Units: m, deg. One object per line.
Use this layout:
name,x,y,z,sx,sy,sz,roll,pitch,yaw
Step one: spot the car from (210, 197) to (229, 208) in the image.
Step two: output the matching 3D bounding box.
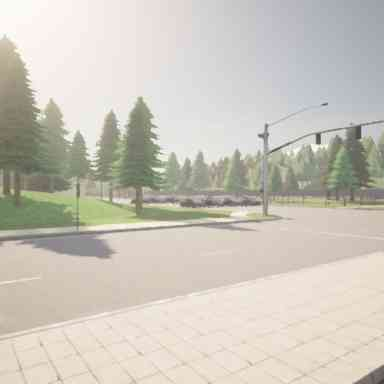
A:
car,2.751,1.477,49.303,2.128,1.511,4.902,0,0,-35

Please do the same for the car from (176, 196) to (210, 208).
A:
car,0.083,1.513,47.010,1.812,1.442,4.674,0,0,-35

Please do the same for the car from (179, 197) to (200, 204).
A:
car,-0.526,1.584,66.233,1.895,1.301,4.718,0,0,-35

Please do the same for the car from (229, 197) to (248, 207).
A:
car,5.864,1.510,50.970,1.812,1.442,4.674,0,0,-35

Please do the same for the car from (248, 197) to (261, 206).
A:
car,8.958,1.547,52.652,1.994,1.385,4.181,0,0,-35

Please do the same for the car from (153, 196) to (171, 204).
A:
car,-6.703,1.478,62.800,2.128,1.511,4.902,0,0,-35

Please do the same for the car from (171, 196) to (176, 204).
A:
car,-3.531,1.476,64.392,2.128,1.511,4.902,0,0,-35

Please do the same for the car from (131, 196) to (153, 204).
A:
car,-9.475,1.552,60.645,1.994,1.385,4.181,0,0,-35
